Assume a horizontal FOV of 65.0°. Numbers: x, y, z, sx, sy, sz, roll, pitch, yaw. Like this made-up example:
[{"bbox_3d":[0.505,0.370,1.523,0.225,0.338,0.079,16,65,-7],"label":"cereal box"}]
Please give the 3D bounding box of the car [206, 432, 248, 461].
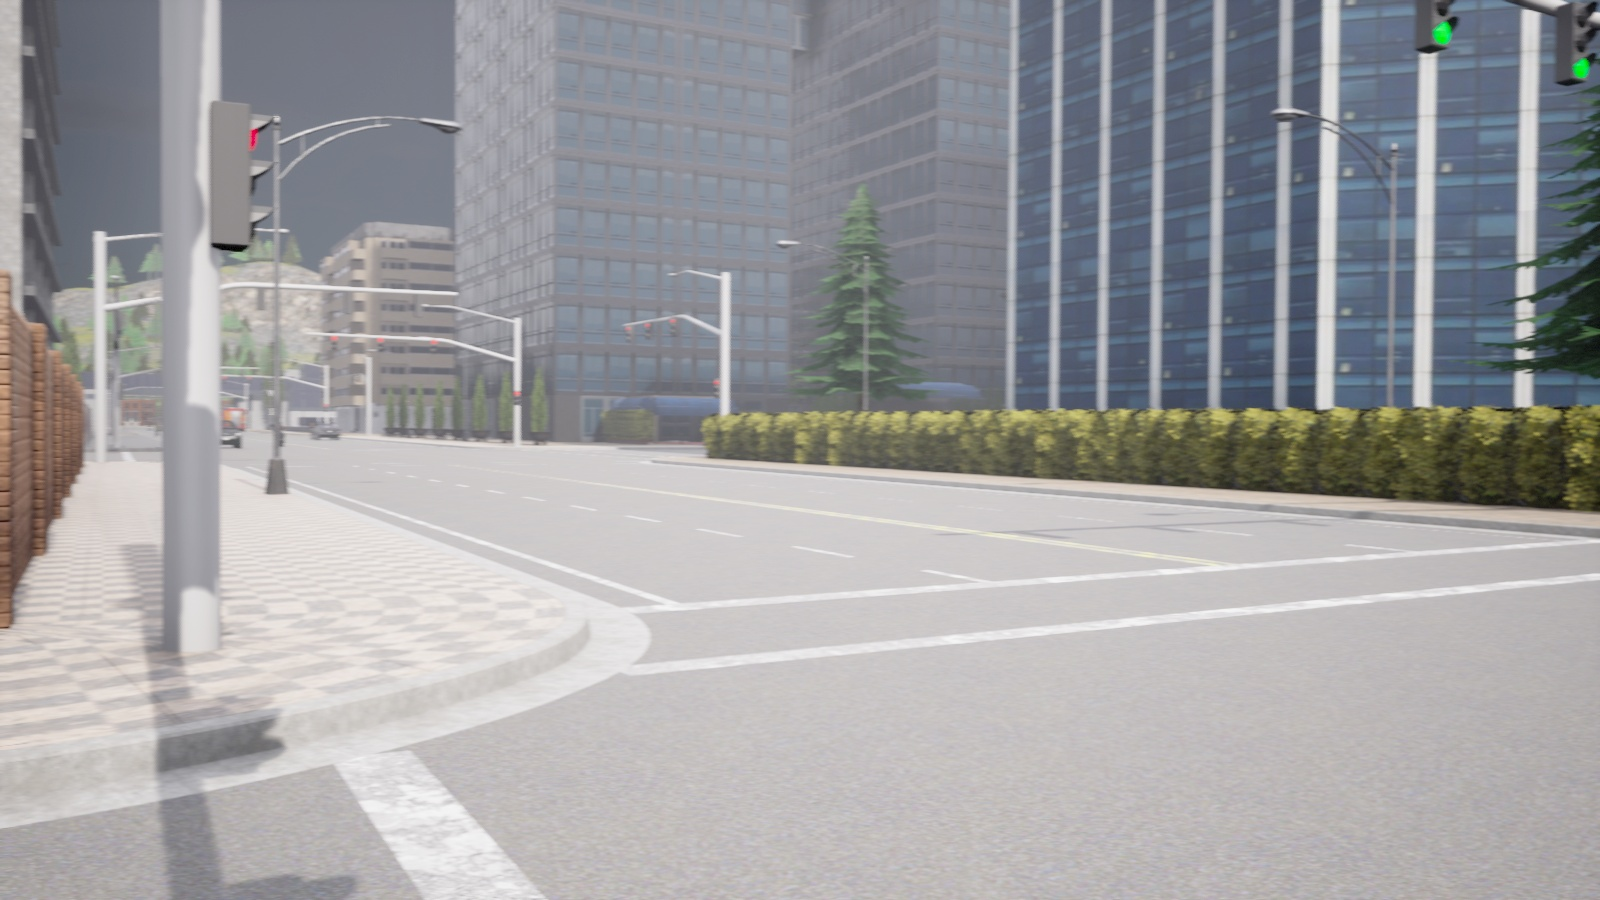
[{"bbox_3d":[-33.230,-0.228,72.812,1.851,1.617,3.988,-1,1,-29],"label":"car"}]
